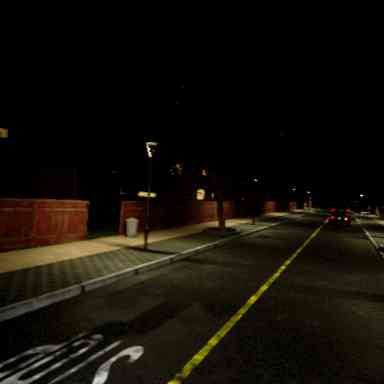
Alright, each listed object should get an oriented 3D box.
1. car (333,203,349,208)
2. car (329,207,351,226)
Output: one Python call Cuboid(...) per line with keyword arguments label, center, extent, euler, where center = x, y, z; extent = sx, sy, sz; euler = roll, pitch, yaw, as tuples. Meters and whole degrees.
Cuboid(label="car", center=(19.187, 2.522, 42.880), extent=(2.150, 2.045, 5.566), euler=(3, 0, 25))
Cuboid(label="car", center=(14.617, 2.539, 32.841), extent=(2.033, 1.411, 5.357), euler=(3, 0, 25))
